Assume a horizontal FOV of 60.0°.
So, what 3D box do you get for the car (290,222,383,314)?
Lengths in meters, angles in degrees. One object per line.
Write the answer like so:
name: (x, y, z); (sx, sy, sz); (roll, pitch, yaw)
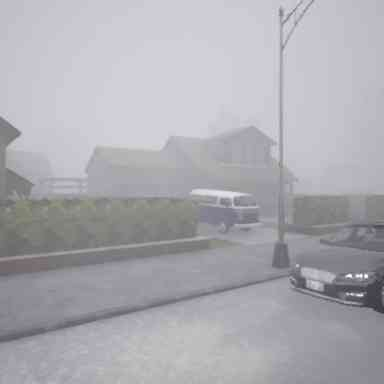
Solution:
car: (4.307, 1.488, 7.667); (4.902, 1.511, 2.128); (0, 0, -35)
